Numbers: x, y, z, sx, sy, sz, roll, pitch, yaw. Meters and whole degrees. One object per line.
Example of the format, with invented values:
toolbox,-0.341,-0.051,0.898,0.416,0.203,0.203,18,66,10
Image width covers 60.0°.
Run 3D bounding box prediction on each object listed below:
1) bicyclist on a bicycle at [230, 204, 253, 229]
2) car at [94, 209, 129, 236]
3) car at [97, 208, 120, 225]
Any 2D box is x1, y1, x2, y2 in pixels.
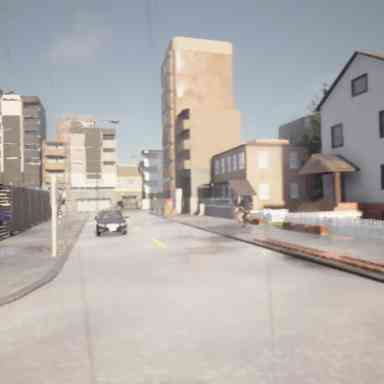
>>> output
bicyclist on a bicycle,3.301,1.645,22.248,1.656,1.620,0.582,-1,-1,-16
car,-5.298,1.965,21.845,2.128,1.511,4.902,-1,-1,-16
car,-8.004,2.290,31.635,1.895,1.301,4.718,-1,-1,-15
